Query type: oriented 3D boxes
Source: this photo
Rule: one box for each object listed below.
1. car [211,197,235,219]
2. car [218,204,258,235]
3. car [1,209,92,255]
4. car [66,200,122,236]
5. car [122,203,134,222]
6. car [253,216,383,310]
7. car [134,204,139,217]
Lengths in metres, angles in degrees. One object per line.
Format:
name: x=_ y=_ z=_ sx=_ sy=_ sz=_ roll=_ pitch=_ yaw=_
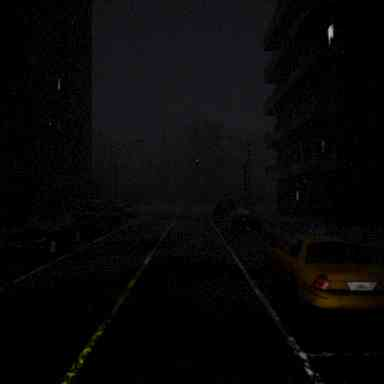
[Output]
car: x=2.851 y=1.402 z=29.981 sx=2.192 sy=1.841 sz=5.009 roll=1 pitch=0 yaw=0
car: x=2.844 y=1.605 z=18.845 sx=2.008 sy=1.369 sz=4.403 roll=1 pitch=0 yaw=0
car: x=-5.805 y=1.589 z=13.312 sx=2.008 sy=1.369 sz=4.403 roll=1 pitch=0 yaw=0
car: x=-5.800 y=1.369 z=18.881 sx=2.192 sy=1.841 sz=5.009 roll=1 pitch=0 yaw=0
car: x=-5.801 y=1.637 z=24.449 sx=1.947 sy=1.339 sz=4.313 roll=1 pitch=0 yaw=0
car: x=2.841 y=1.548 z=7.878 sx=1.752 sy=1.417 sz=4.829 roll=1 pitch=0 yaw=0
car: x=-5.800 y=1.669 z=30.017 sx=1.802 sy=1.307 sz=4.206 roll=1 pitch=0 yaw=0
